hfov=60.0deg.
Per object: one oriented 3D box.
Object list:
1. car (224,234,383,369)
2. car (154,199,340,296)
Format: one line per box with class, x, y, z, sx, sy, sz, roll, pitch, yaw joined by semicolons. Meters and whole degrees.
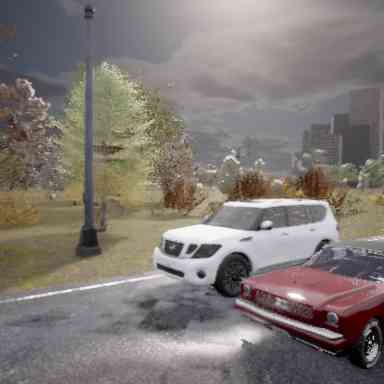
car;3.009;1.605;5.842;4.718;1.301;1.895;0;0;-36
car;1.728;1.224;8.922;5.566;2.045;2.150;0;0;-36
